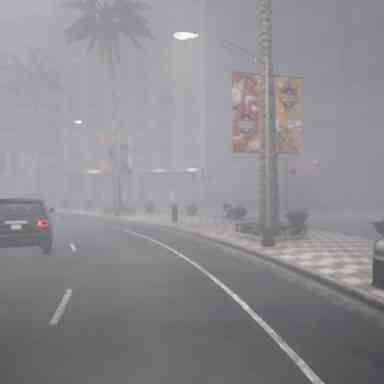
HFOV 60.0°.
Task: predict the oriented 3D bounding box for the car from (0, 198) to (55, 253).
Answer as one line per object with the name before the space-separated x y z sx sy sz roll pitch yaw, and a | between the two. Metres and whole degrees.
car | -6.793 1.238 13.305 2.150 2.045 5.566 0 0 -24
